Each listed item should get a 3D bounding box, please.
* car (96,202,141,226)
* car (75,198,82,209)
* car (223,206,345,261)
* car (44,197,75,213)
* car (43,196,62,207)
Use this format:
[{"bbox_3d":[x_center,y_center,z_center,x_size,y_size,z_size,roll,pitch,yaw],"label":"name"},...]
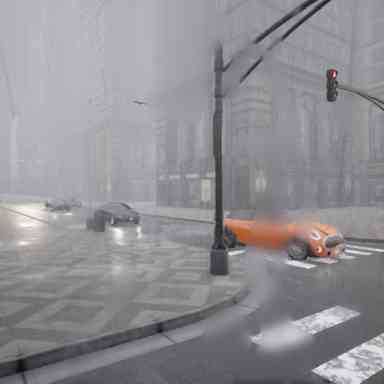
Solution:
[{"bbox_3d":[-5.358,1.494,23.610,1.837,1.490,4.892,0,1,-35],"label":"car"},{"bbox_3d":[-16.274,1.489,44.349,2.033,1.411,5.357,0,0,-35],"label":"car"},{"bbox_3d":[3.166,1.340,12.391,2.097,1.767,4.553,0,0,-42],"label":"car"},{"bbox_3d":[-15.077,1.441,37.274,1.882,1.535,5.008,0,0,-35],"label":"car"},{"bbox_3d":[-21.915,1.446,52.163,1.812,1.442,4.674,0,0,-35],"label":"car"}]
